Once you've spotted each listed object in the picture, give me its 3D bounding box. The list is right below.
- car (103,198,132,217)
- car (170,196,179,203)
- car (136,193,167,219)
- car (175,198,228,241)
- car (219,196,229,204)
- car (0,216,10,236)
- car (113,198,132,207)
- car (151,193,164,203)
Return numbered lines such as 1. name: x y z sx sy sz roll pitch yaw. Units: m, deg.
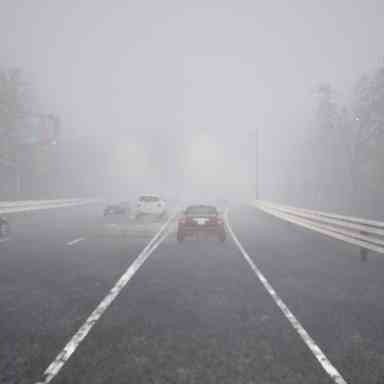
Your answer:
1. car: -6.989 1.521 31.318 1.812 1.442 4.674 0 0 0
2. car: -3.683 1.520 70.732 2.128 1.511 4.902 0 0 0
3. car: -3.483 1.220 29.175 2.150 2.045 5.566 0 0 0
4. car: 0.506 1.353 16.706 2.097 1.767 4.553 0 0 3
5. car: 5.851 1.605 61.522 1.837 1.490 4.892 0 -1 11
6. car: -10.448 1.497 15.523 1.837 1.490 4.892 0 0 0
7. car: -10.545 1.594 50.777 1.895 1.301 4.718 0 0 0
8. car: -7.096 1.219 69.521 2.150 2.045 5.566 0 0 0
